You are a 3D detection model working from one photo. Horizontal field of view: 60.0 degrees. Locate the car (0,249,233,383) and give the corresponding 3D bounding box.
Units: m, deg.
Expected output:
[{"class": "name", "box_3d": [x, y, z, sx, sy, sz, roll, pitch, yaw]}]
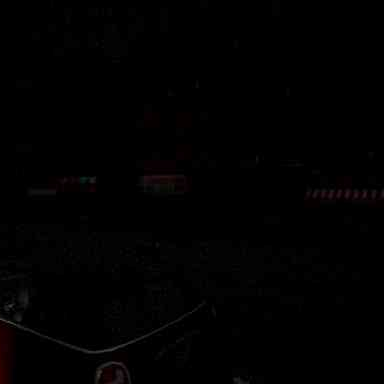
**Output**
[{"class": "car", "box_3d": [-1.669, 1.438, 3.994, 4.097, 1.590, 1.967, 0, 0, 35]}]
